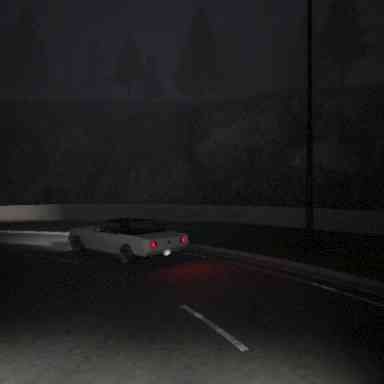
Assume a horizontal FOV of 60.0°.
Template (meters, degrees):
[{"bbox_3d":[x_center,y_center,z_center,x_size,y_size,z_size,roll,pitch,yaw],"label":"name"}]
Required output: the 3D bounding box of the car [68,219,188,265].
[{"bbox_3d":[-2.461,1.600,11.828,4.718,1.301,1.895,0,0,41],"label":"car"}]
